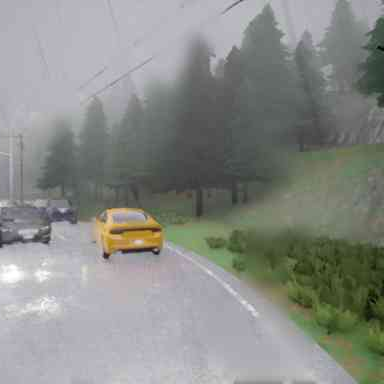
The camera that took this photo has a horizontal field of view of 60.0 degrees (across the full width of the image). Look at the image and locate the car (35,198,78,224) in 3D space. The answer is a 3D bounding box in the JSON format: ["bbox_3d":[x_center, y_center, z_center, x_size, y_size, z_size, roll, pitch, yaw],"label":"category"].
[{"bbox_3d":[-9.192,1.137,21.250,4.553,1.767,2.097,1,1,44],"label":"car"}]

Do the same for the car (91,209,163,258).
[{"bbox_3d":[-2.573,1.352,12.354,1.882,1.535,5.008,0,0,-23],"label":"car"}]

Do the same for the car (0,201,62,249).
[{"bbox_3d":[-7.336,1.351,14.061,2.128,1.511,4.902,0,0,-35],"label":"car"}]
